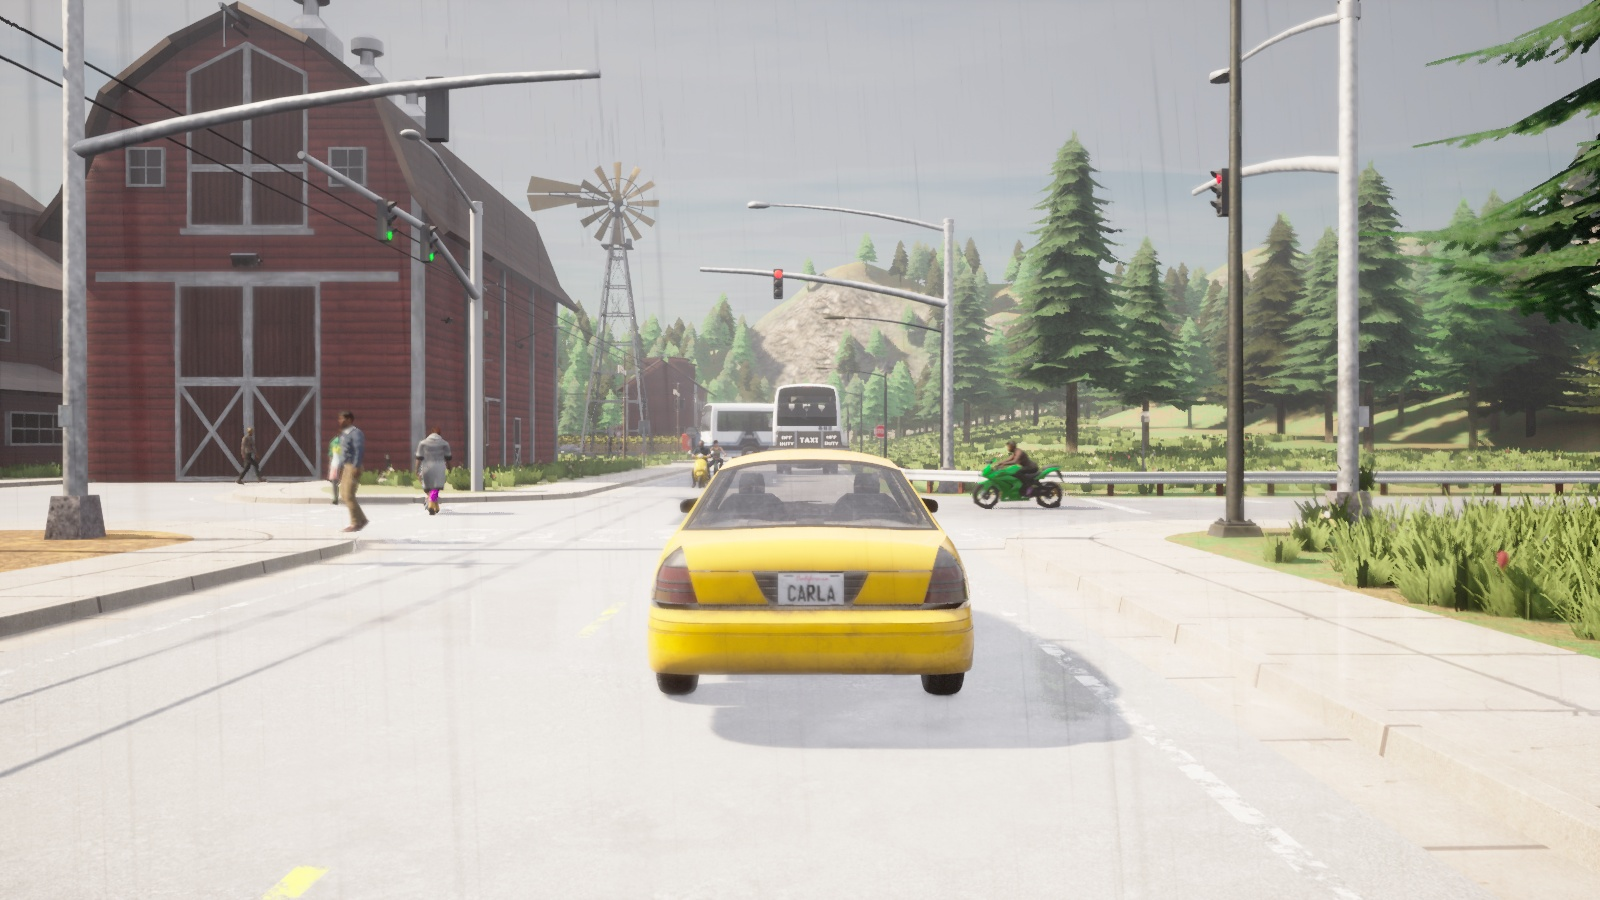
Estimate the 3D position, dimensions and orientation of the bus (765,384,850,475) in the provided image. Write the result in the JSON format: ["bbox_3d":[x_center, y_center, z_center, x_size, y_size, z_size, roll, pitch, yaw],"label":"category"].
[{"bbox_3d":[0.361,-0.989,63.582,3.944,4.253,10.273,0,0,0],"label":"bus"}]

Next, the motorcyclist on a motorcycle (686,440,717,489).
[{"bbox_3d":[-3.259,0.462,41.690,0.866,1.590,1.817,0,0,0],"label":"motorcyclist on a motorcycle"}]

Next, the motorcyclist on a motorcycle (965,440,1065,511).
[{"bbox_3d":[4.710,0.556,27.631,2.044,1.523,0.797,0,0,-1],"label":"motorcyclist on a motorcycle"}]

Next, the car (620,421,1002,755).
[{"bbox_3d":[0.063,0.637,8.603,1.801,1.575,5.366,0,0,0],"label":"car"}]

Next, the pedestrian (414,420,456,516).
[{"bbox_3d":[-7.558,0.369,26.006,0.659,1.952,0.873,0,0,-4],"label":"pedestrian"}]

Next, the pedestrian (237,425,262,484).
[{"bbox_3d":[-17.138,0.146,39.113,0.634,1.846,0.331,0,0,0],"label":"pedestrian"}]

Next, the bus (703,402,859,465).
[{"bbox_3d":[-1.366,-1.128,88.752,10.273,4.253,3.944,0,0,-18],"label":"bus"}]

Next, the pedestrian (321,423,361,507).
[{"bbox_3d":[-10.815,0.344,29.592,0.659,1.952,0.873,0,0,-4],"label":"pedestrian"}]

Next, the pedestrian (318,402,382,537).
[{"bbox_3d":[-6.669,0.281,18.609,0.423,1.949,0.788,0,0,42],"label":"pedestrian"}]
